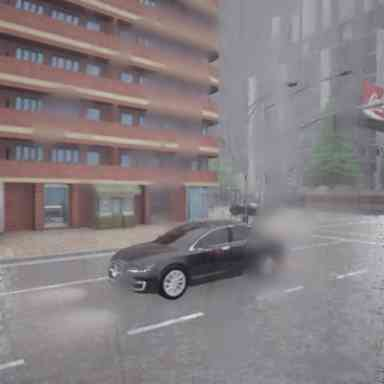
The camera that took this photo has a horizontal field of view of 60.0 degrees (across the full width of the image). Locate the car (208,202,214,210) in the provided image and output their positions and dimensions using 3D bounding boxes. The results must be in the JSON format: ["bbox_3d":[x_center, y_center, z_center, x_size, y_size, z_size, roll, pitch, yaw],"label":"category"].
[{"bbox_3d":[0.827,1.554,43.204,2.128,1.511,4.902,0,0,-36],"label":"car"}]

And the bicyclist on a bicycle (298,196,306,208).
[{"bbox_3d":[14.736,1.388,44.434,1.656,1.620,0.582,0,0,-36],"label":"bicyclist on a bicycle"}]

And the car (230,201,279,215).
[{"bbox_3d":[5.486,1.578,30.839,1.812,1.442,4.674,0,0,-36],"label":"car"}]

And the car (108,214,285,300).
[{"bbox_3d":[0.326,1.517,8.520,4.892,1.490,1.837,0,0,-36],"label":"car"}]

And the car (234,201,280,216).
[{"bbox_3d":[6.774,1.661,35.000,1.895,1.301,4.718,0,0,-36],"label":"car"}]
